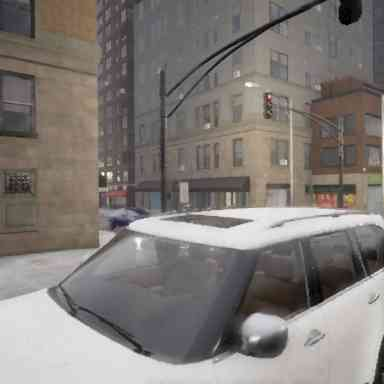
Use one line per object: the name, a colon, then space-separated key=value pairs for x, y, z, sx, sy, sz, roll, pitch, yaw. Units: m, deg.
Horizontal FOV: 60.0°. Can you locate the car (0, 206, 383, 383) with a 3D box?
car: x=0.250 y=1.221 z=3.190 sx=5.566 sy=2.045 sz=2.150 roll=0 pitch=1 yaw=-42

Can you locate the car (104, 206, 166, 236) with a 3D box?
car: x=-3.701 y=1.706 z=20.760 sx=1.812 sy=1.442 sz=4.674 roll=-1 pitch=0 yaw=-38
